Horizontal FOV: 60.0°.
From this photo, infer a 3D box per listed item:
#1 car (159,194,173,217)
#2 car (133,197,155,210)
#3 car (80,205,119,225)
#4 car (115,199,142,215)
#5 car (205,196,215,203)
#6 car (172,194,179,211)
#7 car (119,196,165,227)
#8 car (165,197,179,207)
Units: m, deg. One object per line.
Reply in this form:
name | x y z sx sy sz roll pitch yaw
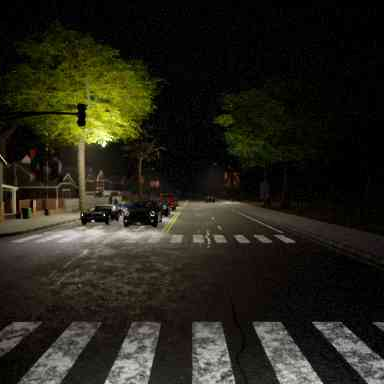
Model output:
car | -3.193 1.343 31.381 2.097 1.767 4.553 0 0 0
car | -6.369 1.485 44.633 2.128 1.511 4.902 0 0 1
car | -6.479 1.593 24.021 1.895 1.301 4.718 0 0 0
car | -6.419 1.517 34.193 1.812 1.442 4.674 0 0 0
car | 3.677 1.505 67.636 1.837 1.490 4.892 0 0 1
car | -3.143 1.214 41.216 2.150 2.045 5.566 0 0 1
car | -3.238 1.345 22.524 2.097 1.767 4.553 0 0 0
car | -3.056 1.499 51.655 1.837 1.490 4.892 0 0 1
